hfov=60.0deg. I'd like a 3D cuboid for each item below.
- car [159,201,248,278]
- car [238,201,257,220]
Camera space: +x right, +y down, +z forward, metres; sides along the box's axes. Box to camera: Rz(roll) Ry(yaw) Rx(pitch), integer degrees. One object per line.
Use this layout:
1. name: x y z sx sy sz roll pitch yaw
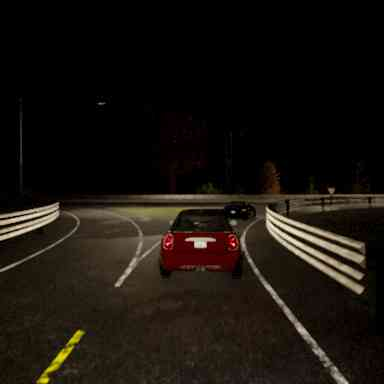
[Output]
1. car: 0.322 1.275 10.136 2.097 1.767 4.553 0 0 3
2. car: 3.649 1.374 25.399 1.994 1.385 4.181 0 0 21
